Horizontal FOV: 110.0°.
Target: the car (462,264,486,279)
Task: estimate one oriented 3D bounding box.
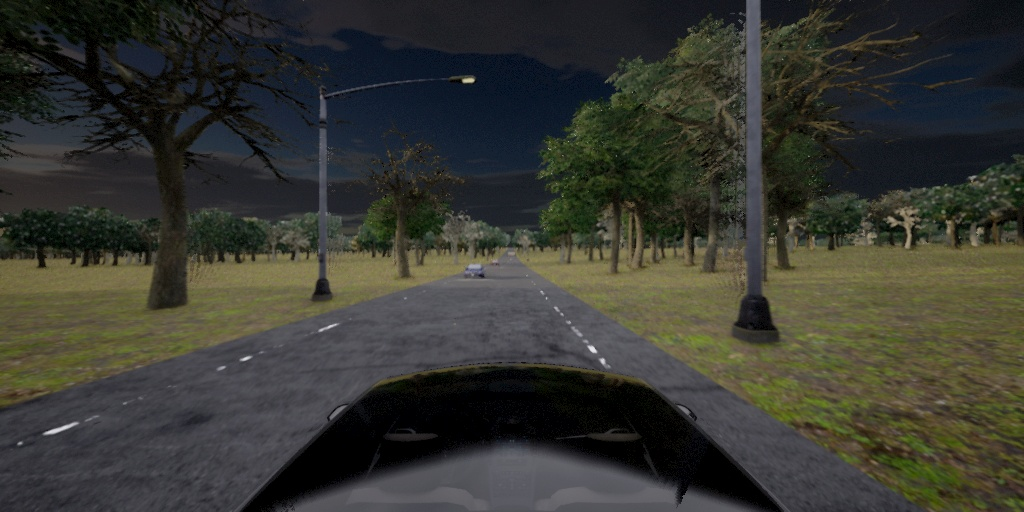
[{"bbox_3d":[-3.619,1.474,35.338,1.812,1.442,4.674,0,0,0],"label":"car"}]
